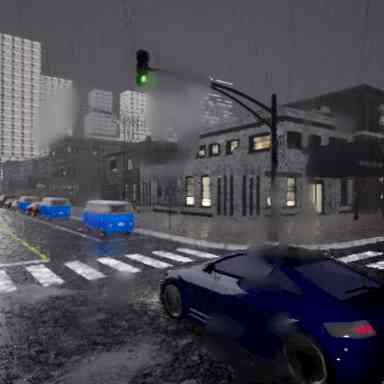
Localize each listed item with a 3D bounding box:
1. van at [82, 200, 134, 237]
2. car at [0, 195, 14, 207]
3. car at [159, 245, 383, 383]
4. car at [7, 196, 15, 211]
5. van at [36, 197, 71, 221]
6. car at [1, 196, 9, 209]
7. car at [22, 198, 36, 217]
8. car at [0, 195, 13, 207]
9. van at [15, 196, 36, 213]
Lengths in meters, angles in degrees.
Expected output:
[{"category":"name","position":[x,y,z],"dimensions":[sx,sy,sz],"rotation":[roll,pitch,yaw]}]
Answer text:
[{"category":"van","position":[-4.602,1.361,17.979],"dimensions":[1.690,1.788,3.998],"rotation":[0,0,-36]},{"category":"car","position":[-27.295,1.369,49.269],"dimensions":[2.192,1.841,5.009],"rotation":[0,0,-36]},{"category":"car","position":[1.194,1.578,5.431],"dimensions":[1.994,1.385,4.181],"rotation":[0,0,-36]},{"category":"car","position":[-20.911,1.567,40.466],"dimensions":[1.752,1.417,4.829],"rotation":[0,0,-36]},{"category":"van","position":[-11.086,1.367,26.918],"dimensions":[1.690,1.788,3.998],"rotation":[0,0,-36]},{"category":"car","position":[-24.052,1.613,44.798],"dimensions":[1.947,1.339,4.313],"rotation":[0,0,-36]},{"category":"car","position":[-14.327,1.575,31.388],"dimensions":[1.887,1.381,4.507],"rotation":[0,0,-36]},{"category":"car","position":[-30.537,1.377,53.739],"dimensions":[2.192,1.841,5.009],"rotation":[0,0,-36]},{"category":"van","position":[-17.569,1.376,35.858],"dimensions":[1.690,1.788,3.998],"rotation":[0,0,-36]}]
